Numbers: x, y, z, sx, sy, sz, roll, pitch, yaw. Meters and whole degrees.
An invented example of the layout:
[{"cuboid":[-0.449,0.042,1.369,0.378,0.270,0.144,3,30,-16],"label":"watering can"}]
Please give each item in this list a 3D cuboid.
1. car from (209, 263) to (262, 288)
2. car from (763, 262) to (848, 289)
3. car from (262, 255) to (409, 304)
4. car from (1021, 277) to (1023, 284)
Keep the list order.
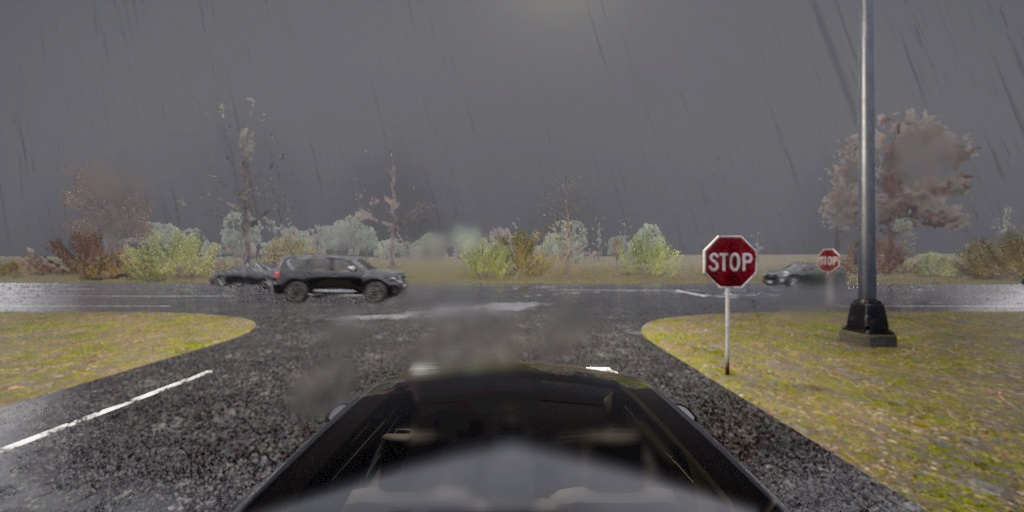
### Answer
[{"cuboid":[-16.391,1.219,22.819,4.902,1.511,2.128,0,0,-2],"label":"car"},{"cuboid":[19.312,1.166,23.789,4.553,1.767,2.097,1,0,-2],"label":"car"},{"cuboid":[-7.549,0.988,16.072,5.566,2.045,2.150,0,0,-1],"label":"car"},{"cuboid":[37.605,1.490,24.325,4.181,1.385,1.994,0,0,-2],"label":"car"}]
